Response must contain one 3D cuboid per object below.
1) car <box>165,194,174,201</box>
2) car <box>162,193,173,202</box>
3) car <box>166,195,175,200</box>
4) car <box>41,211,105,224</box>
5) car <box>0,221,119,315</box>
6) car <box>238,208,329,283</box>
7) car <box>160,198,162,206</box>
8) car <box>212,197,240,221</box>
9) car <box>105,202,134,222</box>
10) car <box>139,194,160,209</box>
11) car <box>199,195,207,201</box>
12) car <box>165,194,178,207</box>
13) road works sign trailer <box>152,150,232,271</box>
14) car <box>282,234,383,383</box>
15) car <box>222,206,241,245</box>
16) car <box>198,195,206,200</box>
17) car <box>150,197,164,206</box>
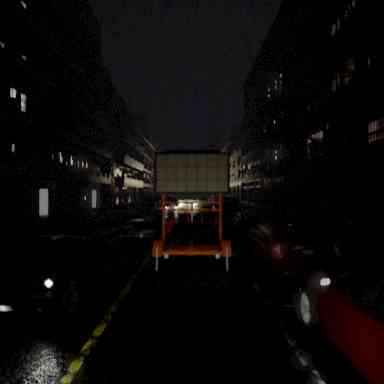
[{"bbox_3d":[-5.680,1.348,82.940,1.967,1.590,4.097,0,0,0],"label":"car"},{"bbox_3d":[-5.679,1.230,77.304,2.192,1.841,5.009,0,0,0],"label":"car"},{"bbox_3d":[-5.679,1.445,88.577,1.887,1.381,4.507,0,0,0],"label":"car"},{"bbox_3d":[-5.688,1.553,15.303,1.947,1.339,4.313,0,0,0],"label":"car"},{"bbox_3d":[-3.100,1.594,7.658,1.895,1.301,4.718,0,0,0],"label":"car"},{"bbox_3d":[2.693,1.432,9.663,1.967,1.590,4.097,0,0,0],"label":"car"},{"bbox_3d":[-5.683,1.265,49.122,2.192,1.841,5.009,0,0,0],"label":"car"},{"bbox_3d":[2.696,1.291,26.572,2.192,1.841,5.009,0,0,0],"label":"car"},{"bbox_3d":[-5.686,1.501,26.406,1.752,1.417,4.829,0,0,0],"label":"car"},{"bbox_3d":[-5.684,1.397,43.486,1.967,1.590,4.097,0,0,0],"label":"car"},{"bbox_3d":[2.700,1.440,77.469,1.752,1.417,4.829,0,0,0],"label":"car"},{"bbox_3d":[-3.085,1.474,50.205,1.812,1.442,4.674,0,0,0],"label":"car"},{"bbox_3d":[0.001,0.455,10.795,2.380,3.560,2.880,0,0,0],"label":"road works sign trailer"},{"bbox_3d":[2.692,1.541,4.026,1.887,1.381,4.507,0,0,0],"label":"car"},{"bbox_3d":[2.693,1.538,15.299,2.008,1.369,4.403,0,0,0],"label":"car"},{"bbox_3d":[2.701,1.445,88.572,1.887,1.381,4.507,0,0,0],"label":"car"},{"bbox_3d":[-5.684,1.526,54.759,1.802,1.307,4.206,0,0,0],"label":"car"}]
